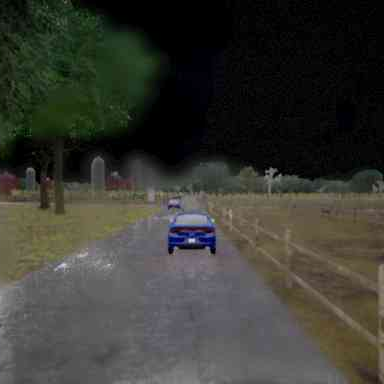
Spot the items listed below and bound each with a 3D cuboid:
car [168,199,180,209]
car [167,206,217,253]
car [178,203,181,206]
[{"bbox_3d":[-2.771,1.900,52.269,1.882,1.535,5.008,0,-1,0],"label":"car"},{"bbox_3d":[0.003,1.610,14.476,1.882,1.535,5.008,0,0,0],"label":"car"},{"bbox_3d":[-0.006,1.854,29.100,1.895,1.301,4.718,0,0,0],"label":"car"}]
